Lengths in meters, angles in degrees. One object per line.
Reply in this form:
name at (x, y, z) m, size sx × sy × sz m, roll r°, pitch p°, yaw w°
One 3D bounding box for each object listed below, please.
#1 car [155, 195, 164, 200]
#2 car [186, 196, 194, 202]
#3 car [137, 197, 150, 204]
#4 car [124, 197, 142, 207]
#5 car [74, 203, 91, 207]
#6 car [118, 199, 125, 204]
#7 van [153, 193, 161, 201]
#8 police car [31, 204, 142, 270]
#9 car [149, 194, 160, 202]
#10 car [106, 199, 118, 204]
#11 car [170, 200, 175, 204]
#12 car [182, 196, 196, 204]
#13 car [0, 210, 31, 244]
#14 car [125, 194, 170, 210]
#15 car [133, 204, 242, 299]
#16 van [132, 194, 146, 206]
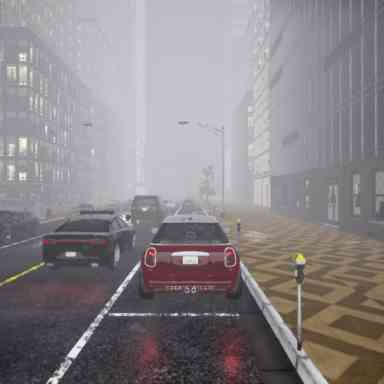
car at (-8.832, 1.504, 89.799) m, size 1.947 × 1.339 × 4.313 m, roll 0°, pitch 0°, yaw 0°
car at (-0.452, 1.533, 78.399) m, size 1.802 × 1.307 × 4.206 m, roll 0°, pitch 0°, yaw 0°
car at (-8.832, 1.550, 61.338) m, size 1.802 × 1.307 × 4.206 m, roll 0°, pitch 0°, yaw 0°
car at (-8.832, 1.523, 49.953) m, size 1.887 × 1.381 × 4.507 m, roll 0°, pitch 0°, yaw 0°
car at (-8.832, 1.575, 27.183) m, size 1.802 × 1.307 × 4.206 m, roll 0°, pitch 0°, yaw 0°
car at (-6.232, 1.479, 36.485) m, size 2.128 × 1.511 × 4.902 m, roll 0°, pitch 0°, yaw 0°
van at (-8.831, 1.285, 84.106) m, size 1.690 × 1.788 × 3.998 m, roll 0°, pitch 0°, yaw 0°
police car at (-3.144, 1.424, 11.217) m, size 1.930 × 1.638 × 5.238 m, roll 0°, pitch 0°, yaw 0°
car at (-8.832, 1.391, 78.413) m, size 1.967 × 1.590 × 4.097 m, roll 0°, pitch 0°, yaw 0°
car at (-8.833, 1.537, 38.569) m, size 2.008 × 1.369 × 4.403 m, roll 0°, pitch 0°, yaw 0°
car at (-3.064, 1.586, 40.416) m, size 1.895 × 1.301 × 4.718 m, roll 0°, pitch 0°, yaw 0°
car at (-0.452, 1.548, 44.248) m, size 1.947 × 1.339 × 4.313 m, roll 0°, pitch 0°, yaw 0°
car at (-8.833, 1.563, 15.800) m, size 1.947 × 1.339 × 4.313 m, roll 0°, pitch 0°, yaw 0°
car at (-3.071, 1.218, 24.241) m, size 2.150 × 2.045 × 5.566 m, roll 0°, pitch 0°, yaw 0°
car at (-0.032, 1.352, 8.619) m, size 2.097 × 1.767 × 4.553 m, roll 0°, pitch 0°, yaw 0°
van at (-8.832, 1.315, 55.646) m, size 1.690 × 1.788 × 3.998 m, roll 0°, pitch 0°, yaw 0°
